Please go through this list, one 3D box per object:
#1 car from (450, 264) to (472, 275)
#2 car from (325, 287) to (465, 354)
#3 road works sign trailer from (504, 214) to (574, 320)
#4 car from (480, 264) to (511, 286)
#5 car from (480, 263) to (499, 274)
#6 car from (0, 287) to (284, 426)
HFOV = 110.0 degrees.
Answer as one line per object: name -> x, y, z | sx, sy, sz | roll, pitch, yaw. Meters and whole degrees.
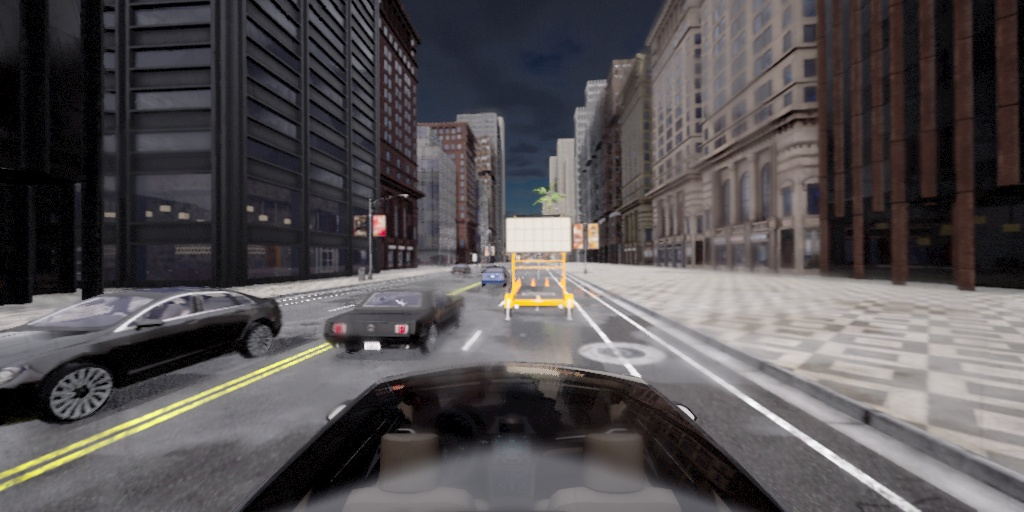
car -> -6.481, 1.707, 46.342 | 2.033, 1.411, 5.357 | 0, 0, 4
car -> -2.478, 1.425, 9.003 | 1.895, 1.301, 4.718 | 0, 0, 4
road works sign trailer -> 0.979, 0.297, 13.061 | 2.380, 3.560, 2.880 | 0, 0, 4
car -> -1.149, 1.510, 27.284 | 2.033, 1.411, 5.357 | 0, 0, 4
car -> -3.055, 1.719, 48.598 | 1.994, 1.385, 4.181 | 0, -1, 4
car -> -6.155, 1.318, 6.017 | 2.128, 1.511, 4.902 | 0, 0, 4
